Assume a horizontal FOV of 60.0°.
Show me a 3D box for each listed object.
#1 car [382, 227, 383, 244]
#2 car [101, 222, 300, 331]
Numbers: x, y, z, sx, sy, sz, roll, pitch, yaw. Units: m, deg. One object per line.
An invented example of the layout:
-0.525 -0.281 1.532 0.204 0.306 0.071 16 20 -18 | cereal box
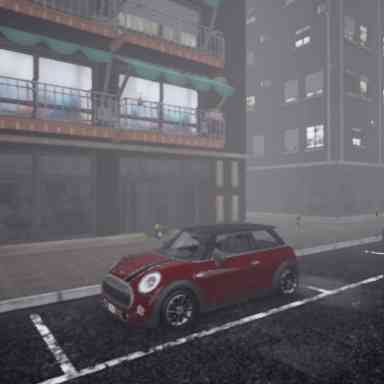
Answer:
9.293 1.336 13.194 4.097 1.590 1.967 0 0 -36 | car
0.275 1.412 6.758 4.097 1.590 1.967 0 0 -36 | car
